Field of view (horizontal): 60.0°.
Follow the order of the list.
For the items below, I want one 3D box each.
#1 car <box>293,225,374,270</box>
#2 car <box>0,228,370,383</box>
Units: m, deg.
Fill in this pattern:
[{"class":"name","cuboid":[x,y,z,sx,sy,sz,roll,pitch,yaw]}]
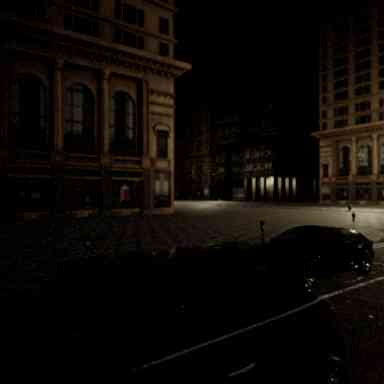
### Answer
[{"class":"car","cuboid":[3.335,1.615,9.167,4.313,1.339,1.947,0,-1,-36]},{"class":"car","cuboid":[-0.655,1.368,2.909,4.553,1.767,2.097,0,0,-36]}]
